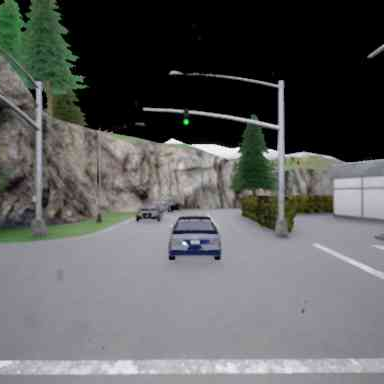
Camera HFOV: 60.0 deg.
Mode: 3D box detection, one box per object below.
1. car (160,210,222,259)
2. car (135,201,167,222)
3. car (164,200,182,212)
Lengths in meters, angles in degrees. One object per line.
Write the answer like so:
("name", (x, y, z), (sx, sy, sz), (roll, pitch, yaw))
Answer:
("car", (0.096, 1.627, 12.844), (2.033, 1.411, 5.357), (0, 0, 0))
("car", (-3.534, 1.738, 28.446), (1.994, 1.385, 4.181), (0, 0, 1))
("car", (-2.830, 1.739, 40.582), (2.128, 1.511, 4.902), (0, 0, 21))
